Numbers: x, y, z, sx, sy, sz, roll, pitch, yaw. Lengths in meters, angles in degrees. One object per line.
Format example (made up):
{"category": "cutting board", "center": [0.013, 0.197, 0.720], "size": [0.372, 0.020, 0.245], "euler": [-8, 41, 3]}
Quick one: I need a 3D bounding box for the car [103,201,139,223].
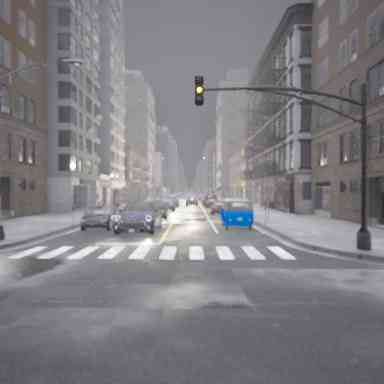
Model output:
{"category": "car", "center": [-5.393, 1.471, 25.812], "size": [1.887, 1.381, 4.507], "euler": [0, 0, 0]}

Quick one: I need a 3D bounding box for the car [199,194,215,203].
{"category": "car", "center": [2.629, 1.169, 48.546], "size": [2.192, 1.841, 5.009], "euler": [0, 0, 0]}

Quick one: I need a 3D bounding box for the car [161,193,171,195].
{"category": "car", "center": [-5.399, 1.380, 59.903], "size": [1.947, 1.339, 4.313], "euler": [0, 0, 0]}

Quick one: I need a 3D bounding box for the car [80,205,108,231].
{"category": "car", "center": [-5.392, 1.493, 20.130], "size": [2.008, 1.369, 4.403], "euler": [0, 0, 0]}

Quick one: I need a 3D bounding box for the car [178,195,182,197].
{"category": "car", "center": [-2.795, 1.427, 45.985], "size": [1.994, 1.385, 4.181], "euler": [0, 0, 0]}

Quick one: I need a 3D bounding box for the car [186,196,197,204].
{"category": "car", "center": [-0.012, 1.414, 60.301], "size": [1.895, 1.301, 4.718], "euler": [0, 0, 0]}

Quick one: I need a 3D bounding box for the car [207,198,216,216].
{"category": "car", "center": [2.631, 1.492, 31.503], "size": [1.802, 1.307, 4.206], "euler": [0, 0, 0]}

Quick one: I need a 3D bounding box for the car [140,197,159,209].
{"category": "car", "center": [-5.396, 1.400, 42.688], "size": [1.752, 1.417, 4.829], "euler": [0, 0, 0]}

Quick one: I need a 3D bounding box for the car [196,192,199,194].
{"category": "car", "center": [2.622, 1.300, 82.634], "size": [1.947, 1.339, 4.313], "euler": [0, 0, 0]}

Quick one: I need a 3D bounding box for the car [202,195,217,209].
{"category": "car", "center": [2.629, 1.456, 42.866], "size": [1.802, 1.307, 4.206], "euler": [0, 0, 0]}

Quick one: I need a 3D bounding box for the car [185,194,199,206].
{"category": "car", "center": [-0.010, 1.397, 49.853], "size": [2.033, 1.411, 5.357], "euler": [0, 0, 0]}

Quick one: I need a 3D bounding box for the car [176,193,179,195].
{"category": "car", "center": [-5.405, 1.274, 93.994], "size": [1.802, 1.307, 4.206], "euler": [0, 0, 0]}

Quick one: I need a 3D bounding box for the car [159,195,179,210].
{"category": "car", "center": [-2.776, 1.417, 37.456], "size": [1.812, 1.442, 4.674], "euler": [0, 0, 0]}

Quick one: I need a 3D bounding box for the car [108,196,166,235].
{"category": "car", "center": [-2.899, 1.299, 18.517], "size": [2.097, 1.767, 4.553], "euler": [0, 0, 1]}

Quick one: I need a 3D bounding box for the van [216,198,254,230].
{"category": "van", "center": [2.633, 1.284, 20.140], "size": [1.690, 1.788, 3.998], "euler": [0, 0, 0]}

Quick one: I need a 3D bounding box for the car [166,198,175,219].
{"category": "car", "center": [-2.811, 1.467, 27.991], "size": [2.033, 1.411, 5.357], "euler": [0, 0, 0]}

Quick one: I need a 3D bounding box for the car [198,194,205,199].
{"category": "car", "center": [2.620, 1.217, 94.166], "size": [1.752, 1.417, 4.829], "euler": [0, 0, 0]}
